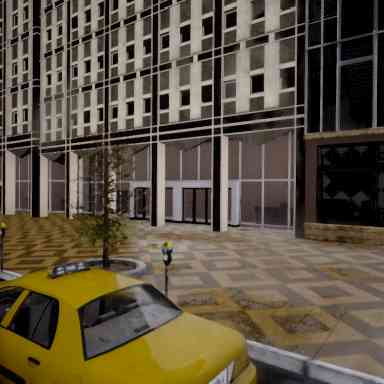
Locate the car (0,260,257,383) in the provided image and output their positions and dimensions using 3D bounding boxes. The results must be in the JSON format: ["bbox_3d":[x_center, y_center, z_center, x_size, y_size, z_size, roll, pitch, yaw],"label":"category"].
[{"bbox_3d":[-1.654,1.524,4.076,4.829,1.417,1.752,0,1,36],"label":"car"}]
